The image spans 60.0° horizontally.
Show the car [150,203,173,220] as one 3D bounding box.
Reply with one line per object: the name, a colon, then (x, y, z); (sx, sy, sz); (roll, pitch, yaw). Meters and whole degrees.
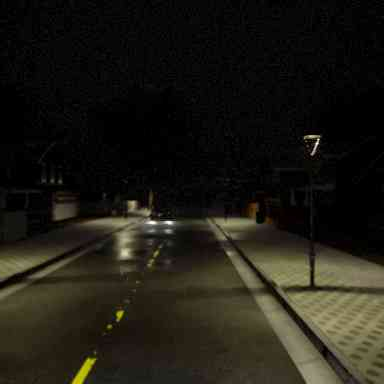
car: (-2.874, 1.875, 31.863); (1.837, 1.490, 4.892); (0, -1, 0)
